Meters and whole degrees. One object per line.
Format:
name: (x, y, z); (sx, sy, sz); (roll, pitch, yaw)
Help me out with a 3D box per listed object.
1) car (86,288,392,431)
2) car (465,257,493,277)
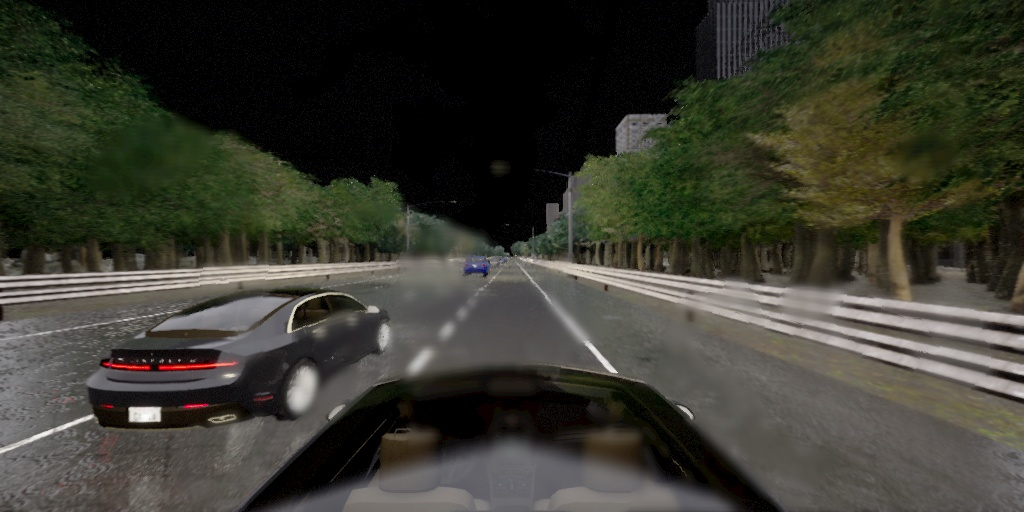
car: (-3.498, 1.270, 5.842); (1.837, 1.490, 4.892); (0, 0, 0)
car: (-3.485, 1.078, 36.673); (2.150, 2.045, 5.566); (0, 0, 0)
